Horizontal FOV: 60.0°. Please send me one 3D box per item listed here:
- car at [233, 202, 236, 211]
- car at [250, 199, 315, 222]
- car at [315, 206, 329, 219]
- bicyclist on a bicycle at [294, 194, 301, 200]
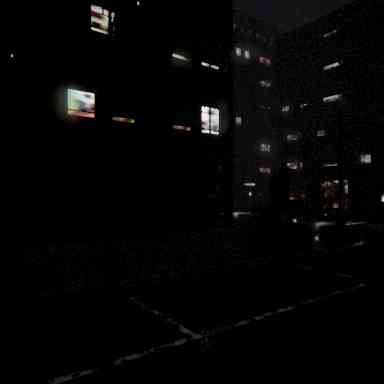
[{"bbox_3d":[2.419,1.161,33.750,1.837,1.490,4.892,0,0,-36],"label":"car"},{"bbox_3d":[6.206,1.342,24.168,2.008,1.369,4.403,1,0,-36],"label":"car"},{"bbox_3d":[8.223,1.317,25.813,1.812,1.442,4.674,0,1,-37],"label":"car"},{"bbox_3d":[11.451,1.011,36.190,1.656,1.620,0.582,0,1,-36],"label":"bicyclist on a bicycle"}]
